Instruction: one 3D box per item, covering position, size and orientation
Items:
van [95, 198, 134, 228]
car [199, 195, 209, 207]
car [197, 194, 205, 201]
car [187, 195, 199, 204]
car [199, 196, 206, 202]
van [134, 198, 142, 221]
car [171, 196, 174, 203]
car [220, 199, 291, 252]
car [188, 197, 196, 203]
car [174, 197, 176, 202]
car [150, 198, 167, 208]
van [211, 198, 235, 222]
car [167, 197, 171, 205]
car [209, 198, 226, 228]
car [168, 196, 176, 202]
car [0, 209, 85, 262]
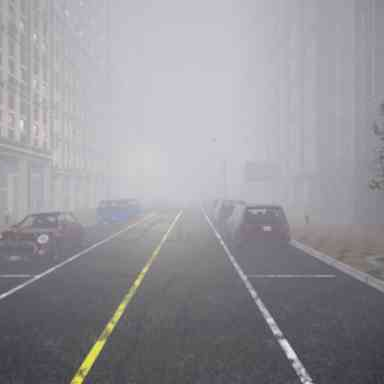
[{"bbox_3d":[-5.307,1.418,22.675,1.690,1.788,3.998,0,0,0],"label":"van"},{"bbox_3d":[2.588,1.630,55.956,1.967,1.590,4.097,0,0,0],"label":"car"},{"bbox_3d":[2.609,1.623,94.787,2.192,1.841,5.009,0,0,0],"label":"car"},{"bbox_3d":[0.029,1.731,67.293,2.128,1.511,4.902,0,0,0],"label":"car"},{"bbox_3d":[2.600,1.801,83.863,1.752,1.417,4.829,0,0,0],"label":"car"},{"bbox_3d":[-5.304,1.437,28.223,1.690,1.788,3.998,0,0,0],"label":"van"},{"bbox_3d":[-5.287,1.788,67.054,1.947,1.339,4.313,0,0,0],"label":"car"},{"bbox_3d":[2.623,1.365,13.977,2.192,1.841,5.009,0,0,0],"label":"car"},{"bbox_3d":[0.033,1.843,77.739,1.895,1.301,4.718,0,0,0],"label":"car"},{"bbox_3d":[-5.283,1.838,78.149,1.802,1.307,4.206,0,0,0],"label":"car"},{"bbox_3d":[-5.294,1.751,50.412,1.802,1.307,4.206,0,0,0],"label":"car"},{"bbox_3d":[2.576,1.440,28.219,1.690,1.788,3.998,0,0,0],"label":"van"},{"bbox_3d":[-5.290,1.730,61.337,1.752,1.417,4.829,0,0,0],"label":"car"},{"bbox_3d":[2.574,1.395,22.672,2.192,1.841,5.009,0,0,0],"label":"car"},{"bbox_3d":[-5.278,1.834,89.244,1.887,1.381,4.507,0,0,0],"label":"car"},{"bbox_3d":[-5.376,1.481,12.090,1.967,1.590,4.097,0,0,0],"label":"car"}]
